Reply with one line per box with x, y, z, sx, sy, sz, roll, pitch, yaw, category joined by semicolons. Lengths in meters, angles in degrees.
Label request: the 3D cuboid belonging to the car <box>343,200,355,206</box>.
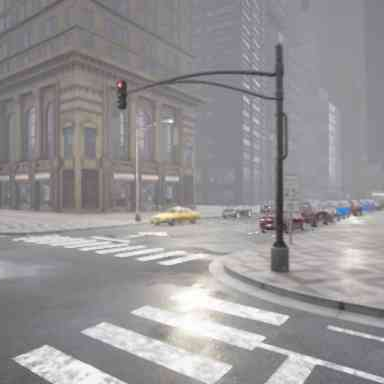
37.380;2.641;79.169;1.802;1.307;4.206;-1;-1;36;car

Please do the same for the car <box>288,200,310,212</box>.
16.058;2.079;49.735;1.967;1.590;4.097;-1;-1;36;car

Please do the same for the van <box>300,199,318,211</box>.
18.924;2.038;53.694;1.690;1.788;3.998;-1;-1;36;van

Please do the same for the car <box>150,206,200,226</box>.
-1.238;1.807;25.855;1.752;1.417;4.829;-1;-1;36;car

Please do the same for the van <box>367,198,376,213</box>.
23.694;1.968;45.684;1.690;1.788;3.998;-1;-1;36;van

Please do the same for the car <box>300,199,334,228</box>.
8.749;1.635;25.102;2.192;1.841;5.009;-1;-1;36;car

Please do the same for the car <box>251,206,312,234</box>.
5.762;1.802;20.981;1.887;1.381;4.507;-1;-1;36;car

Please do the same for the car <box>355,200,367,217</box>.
17.716;1.820;37.451;2.192;1.841;5.009;-1;-1;36;car

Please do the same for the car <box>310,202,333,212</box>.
19.353;2.199;49.555;2.033;1.411;5.357;0;-1;36;car

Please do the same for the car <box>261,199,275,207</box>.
10.325;1.836;41.824;2.192;1.841;5.009;-1;-1;36;car

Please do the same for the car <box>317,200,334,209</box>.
24.761;2.254;61.751;1.967;1.590;4.097;-1;-1;36;car

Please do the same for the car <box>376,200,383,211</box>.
29.334;2.323;53.527;1.802;1.307;4.206;-1;-1;36;car

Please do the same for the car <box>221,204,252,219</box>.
4.594;1.954;33.906;2.008;1.369;4.403;-1;-1;36;car

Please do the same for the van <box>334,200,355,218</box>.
14.727;1.784;33.335;1.690;1.788;3.998;-1;-1;36;van

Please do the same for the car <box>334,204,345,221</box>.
11.740;1.963;29.213;1.802;1.307;4.206;-1;-1;36;car

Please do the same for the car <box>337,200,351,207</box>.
34.226;2.544;74.815;1.887;1.381;4.507;-1;-1;36;car
